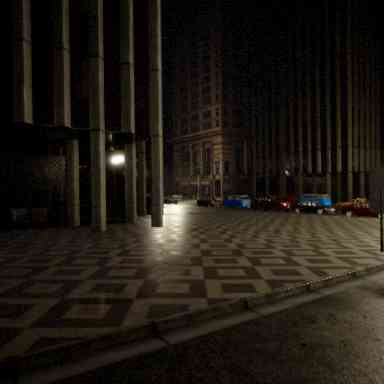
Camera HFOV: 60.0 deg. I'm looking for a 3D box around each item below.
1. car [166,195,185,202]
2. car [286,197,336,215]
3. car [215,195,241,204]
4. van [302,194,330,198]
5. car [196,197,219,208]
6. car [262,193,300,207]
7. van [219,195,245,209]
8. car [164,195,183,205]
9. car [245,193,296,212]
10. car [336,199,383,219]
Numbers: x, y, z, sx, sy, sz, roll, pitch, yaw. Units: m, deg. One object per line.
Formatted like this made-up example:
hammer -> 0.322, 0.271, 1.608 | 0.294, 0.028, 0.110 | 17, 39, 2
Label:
car -> -3.540, 1.256, 69.755 | 2.008, 1.369, 4.403 | -1, 1, -36
car -> 12.134, 1.548, 33.398 | 2.008, 1.369, 4.403 | -1, 1, -36
car -> 6.046, 1.295, 56.442 | 1.752, 1.417, 4.829 | -1, 1, -36
van -> 15.830, 1.177, 42.852 | 1.690, 1.788, 3.998 | -1, 1, -36
car -> 2.442, 1.370, 46.843 | 1.967, 1.590, 4.097 | -1, 1, -36
car -> 12.601, 1.129, 47.336 | 2.192, 1.841, 5.009 | -1, 1, -36
van -> 5.671, 1.293, 42.361 | 1.690, 1.788, 3.998 | -1, 1, -36
car -> -4.018, 1.437, 55.810 | 2.008, 1.369, 4.403 | -1, 1, -36
car -> 8.902, 1.289, 37.878 | 2.192, 1.841, 5.009 | -1, 1, -36
car -> 15.365, 1.566, 28.915 | 1.887, 1.381, 4.507 | -1, 1, -36
